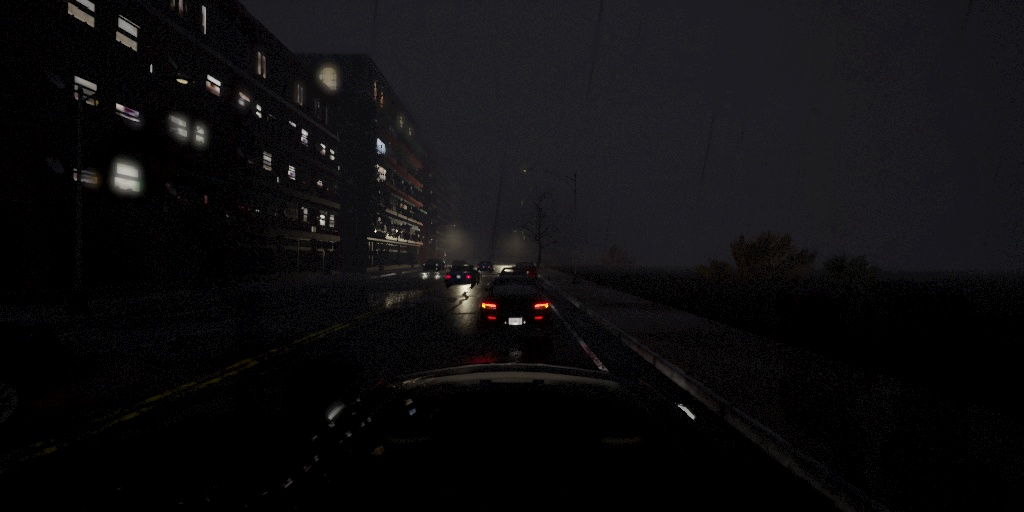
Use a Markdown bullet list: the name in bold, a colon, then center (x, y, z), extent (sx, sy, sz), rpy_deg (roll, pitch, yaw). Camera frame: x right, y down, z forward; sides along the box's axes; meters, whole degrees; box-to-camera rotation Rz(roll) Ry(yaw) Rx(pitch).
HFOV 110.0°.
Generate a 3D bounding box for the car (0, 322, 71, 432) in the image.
- **car**: center (-6.603, 1.255, 2.498), extent (1.837, 1.490, 4.892), rpy_deg (0, 0, 0)

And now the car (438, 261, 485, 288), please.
- **car**: center (-3.213, 1.301, 23.955), extent (2.033, 1.411, 5.357), rpy_deg (0, 0, 0)

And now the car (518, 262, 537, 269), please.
- **car**: center (1.068, 1.232, 29.919), extent (1.882, 1.535, 5.008), rpy_deg (0, 0, 0)

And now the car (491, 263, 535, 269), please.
- **car**: center (0.055, 1.317, 20.391), extent (1.994, 1.385, 4.181), rpy_deg (0, 0, 0)

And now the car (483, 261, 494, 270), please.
- **car**: center (-3.253, 1.301, 43.619), extent (2.033, 1.411, 5.357), rpy_deg (0, 0, 0)

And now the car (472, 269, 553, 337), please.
- **car**: center (0.071, 1.277, 10.224), extent (1.812, 1.442, 4.674), rpy_deg (0, 0, 0)

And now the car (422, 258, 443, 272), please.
- **car**: center (-9.958, 1.105, 45.721), extent (2.097, 1.767, 4.553), rpy_deg (0, 0, 0)
